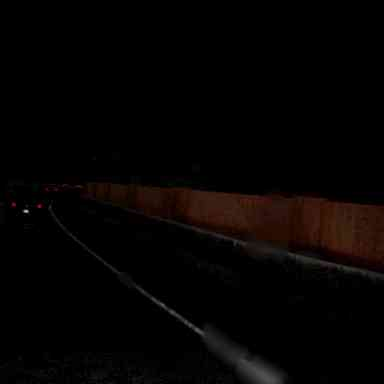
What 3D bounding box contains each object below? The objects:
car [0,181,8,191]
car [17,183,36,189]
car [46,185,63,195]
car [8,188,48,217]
[{"bbox_3d":[-27.087,-0.916,45.981,1.812,1.442,4.674,5,0,-14],"label":"car"},{"bbox_3d":[-24.140,-0.612,48.492,1.812,1.442,4.674,5,0,-13],"label":"car"},{"bbox_3d":[-21.179,-0.307,51.043,1.812,1.442,4.674,5,0,-13],"label":"car"},{"bbox_3d":[-10.156,0.701,20.494,1.895,1.301,4.718,6,0,-26],"label":"car"}]
